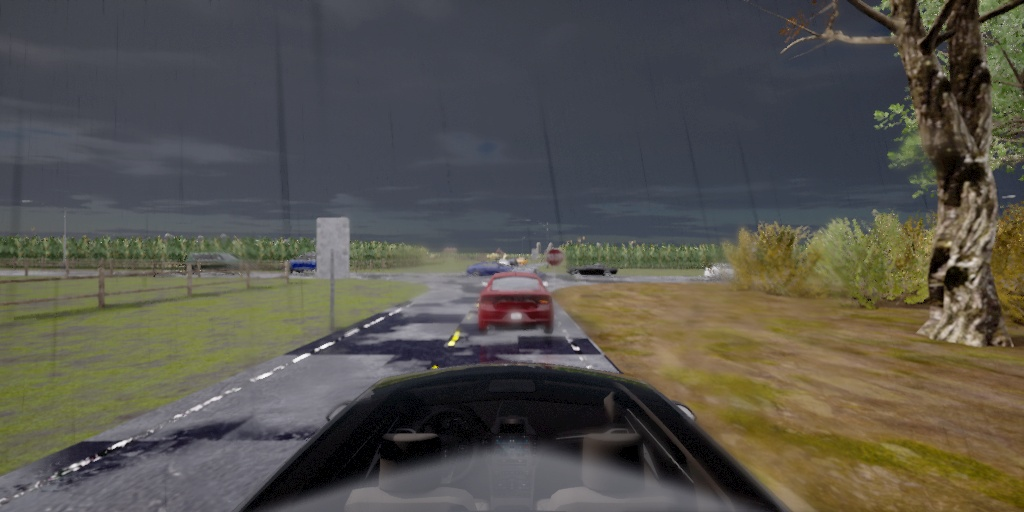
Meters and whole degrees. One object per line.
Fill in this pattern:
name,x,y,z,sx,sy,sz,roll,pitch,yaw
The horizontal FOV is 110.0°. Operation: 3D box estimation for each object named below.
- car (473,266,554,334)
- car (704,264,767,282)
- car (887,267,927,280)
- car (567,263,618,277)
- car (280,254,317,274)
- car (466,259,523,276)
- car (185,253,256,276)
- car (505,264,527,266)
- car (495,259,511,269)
car,0.101,1.213,10.623,1.882,1.535,5.008,0,0,0
car,18.569,1.351,29.806,4.674,1.442,1.812,0,0,5
car,36.060,1.536,31.738,4.718,1.301,1.895,0,0,6
car,7.625,1.360,34.454,4.718,1.301,1.895,0,0,5
car,-20.285,0.792,36.201,5.566,2.045,2.150,1,0,3
car,-1.643,1.221,31.425,4.674,1.442,1.812,0,0,4
car,-26.593,0.741,32.778,5.566,2.045,2.150,0,0,2
car,0.915,1.319,21.274,1.895,1.301,4.718,0,0,14
car,-1.336,1.207,54.121,1.812,1.442,4.674,0,0,6
